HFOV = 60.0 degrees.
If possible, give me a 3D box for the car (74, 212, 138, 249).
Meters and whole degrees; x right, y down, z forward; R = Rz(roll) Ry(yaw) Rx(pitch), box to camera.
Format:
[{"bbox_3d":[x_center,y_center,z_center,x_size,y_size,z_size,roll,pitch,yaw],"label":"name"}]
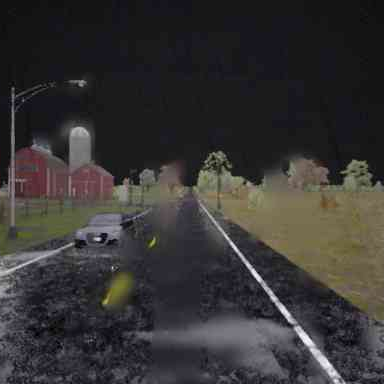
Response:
[{"bbox_3d":[-3.600,1.596,14.602,1.994,1.385,4.181,0,0,0],"label":"car"}]
